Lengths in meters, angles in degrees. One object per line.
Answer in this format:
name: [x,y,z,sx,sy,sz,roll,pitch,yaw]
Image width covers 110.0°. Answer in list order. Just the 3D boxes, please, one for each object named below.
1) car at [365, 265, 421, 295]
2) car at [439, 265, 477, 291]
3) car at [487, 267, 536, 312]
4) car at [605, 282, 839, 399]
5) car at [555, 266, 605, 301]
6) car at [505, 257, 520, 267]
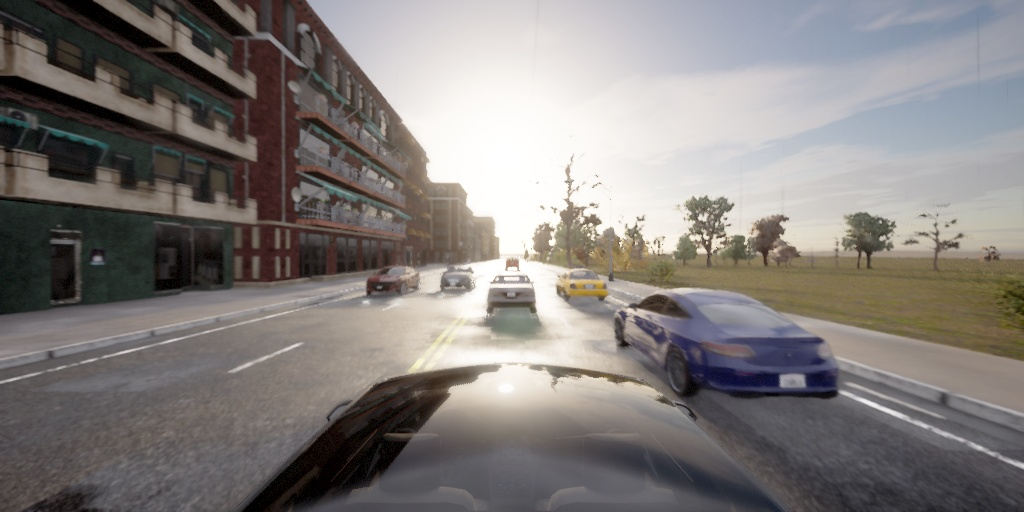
car: [-6.595,1.297,20.362,1.882,1.535,5.008,0,0,0]
car: [-3.343,1.321,22.827,2.128,1.511,4.902,0,0,0]
car: [-0.015,1.345,14.492,2.033,1.411,5.357,0,0,0]
car: [3.251,1.293,6.457,1.812,1.442,4.674,0,0,0]
car: [3.253,1.266,17.648,1.801,1.575,5.366,0,0,0]
car: [0.067,1.187,56.566,2.150,2.045,5.566,0,0,1]
